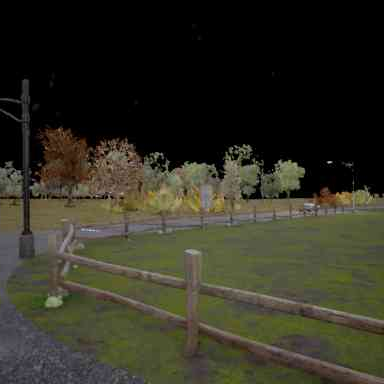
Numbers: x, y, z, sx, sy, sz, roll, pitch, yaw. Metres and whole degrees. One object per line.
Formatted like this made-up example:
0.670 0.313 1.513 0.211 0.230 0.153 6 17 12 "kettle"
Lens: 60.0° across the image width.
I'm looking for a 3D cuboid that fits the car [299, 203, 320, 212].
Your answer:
18.795 2.448 53.016 2.033 1.411 5.357 -1 -2 40 "car"
